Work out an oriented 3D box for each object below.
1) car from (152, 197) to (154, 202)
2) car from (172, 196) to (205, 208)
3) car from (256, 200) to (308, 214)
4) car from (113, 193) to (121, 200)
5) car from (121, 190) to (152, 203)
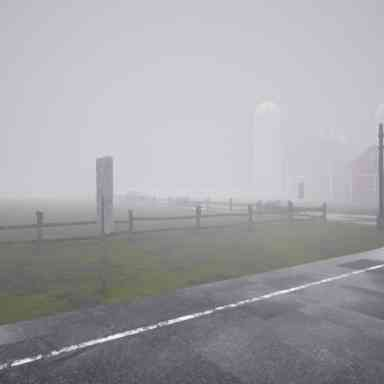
[{"bbox_3d":[-8.501,1.049,59.096,1.994,1.385,4.181,-1,1,-36],"label":"car"},{"bbox_3d":[-0.561,1.227,43.033,2.033,1.411,5.357,-1,1,-36],"label":"car"},{"bbox_3d":[8.294,1.422,30.733,1.895,1.301,4.718,-1,1,-36],"label":"car"},{"bbox_3d":[-14.903,0.922,68.014,2.033,1.411,5.357,-1,1,-36],"label":"car"},{"bbox_3d":[-9.272,0.758,55.185,2.150,2.045,5.566,-1,1,-35],"label":"car"}]
